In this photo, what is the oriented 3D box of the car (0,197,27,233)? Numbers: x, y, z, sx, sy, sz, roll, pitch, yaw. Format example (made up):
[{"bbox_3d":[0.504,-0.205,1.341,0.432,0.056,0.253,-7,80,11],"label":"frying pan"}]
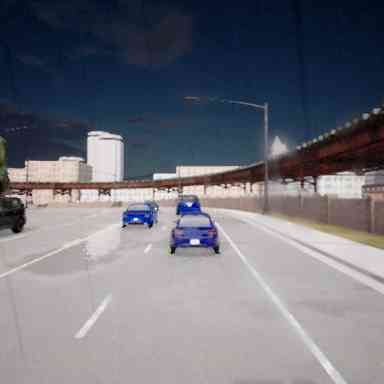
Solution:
[{"bbox_3d":[-10.502,1.282,16.763,2.150,2.045,5.566,0,0,0],"label":"car"}]

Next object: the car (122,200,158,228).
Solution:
[{"bbox_3d":[-3.465,1.507,22.660,1.882,1.535,5.008,0,0,-1],"label":"car"}]

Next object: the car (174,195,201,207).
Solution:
[{"bbox_3d":[-0.445,1.276,31.815,2.150,2.045,5.566,0,0,-5],"label":"car"}]

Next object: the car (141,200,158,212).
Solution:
[{"bbox_3d":[-5.407,1.736,41.845,1.994,1.385,4.181,0,-1,-10],"label":"car"}]

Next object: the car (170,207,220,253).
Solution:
[{"bbox_3d":[0.099,1.543,13.690,1.812,1.442,4.674,0,0,0],"label":"car"}]
